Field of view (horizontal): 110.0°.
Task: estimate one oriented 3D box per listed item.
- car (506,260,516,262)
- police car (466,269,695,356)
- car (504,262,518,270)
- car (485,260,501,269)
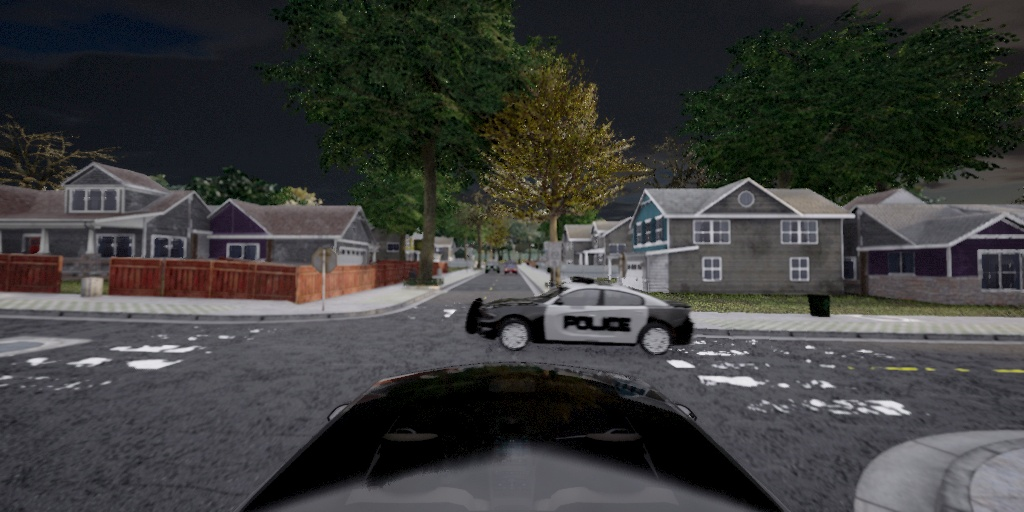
[{"bbox_3d":[-0.234,1.677,60.714,2.150,2.045,5.566,0,-1,0],"label":"car"},{"bbox_3d":[1.573,1.309,8.623,5.238,1.638,1.930,2,-1,0],"label":"police car"},{"bbox_3d":[-0.191,1.939,50.703,1.895,1.301,4.718,0,-1,0],"label":"car"},{"bbox_3d":[-2.960,1.612,55.225,2.150,2.045,5.566,0,-1,0],"label":"car"}]
